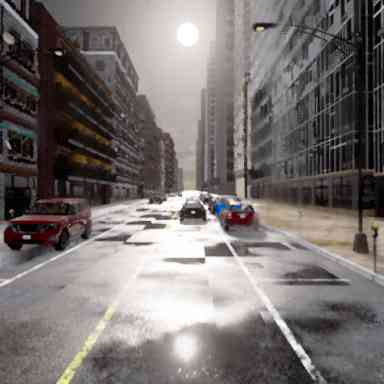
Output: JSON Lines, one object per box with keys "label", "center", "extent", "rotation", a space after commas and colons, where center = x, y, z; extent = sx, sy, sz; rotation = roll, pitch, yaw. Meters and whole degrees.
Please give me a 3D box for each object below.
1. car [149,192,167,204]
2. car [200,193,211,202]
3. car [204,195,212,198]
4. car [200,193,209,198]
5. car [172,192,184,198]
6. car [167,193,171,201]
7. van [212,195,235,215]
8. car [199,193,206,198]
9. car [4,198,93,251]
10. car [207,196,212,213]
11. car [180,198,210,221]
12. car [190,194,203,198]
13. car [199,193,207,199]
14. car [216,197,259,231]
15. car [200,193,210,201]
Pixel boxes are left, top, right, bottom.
{"label": "car", "center": [-5.697, 0.945, 53.509], "extent": [2.192, 1.841, 5.009], "rotation": [1, 0, 0]}
{"label": "car", "center": [2.677, 0.989, 64.814], "extent": [1.967, 1.590, 4.097], "rotation": [1, 0, 0]}
{"label": "car", "center": [2.686, 1.315, 36.560], "extent": [1.947, 1.339, 4.313], "rotation": [1, 0, 0]}
{"label": "car", "center": [2.679, 1.195, 53.513], "extent": [1.947, 1.339, 4.313], "rotation": [1, 0, 0]}
{"label": "car", "center": [-3.033, 0.682, 78.383], "extent": [1.837, 1.490, 4.892], "rotation": [0, 0, 0]}
{"label": "car", "center": [-5.706, 1.115, 64.813], "extent": [1.947, 1.339, 4.313], "rotation": [1, 0, 0]}
{"label": "van", "center": [2.695, 1.168, 25.256], "extent": [1.690, 1.788, 3.998], "rotation": [1, 0, 0]}
{"label": "car", "center": [2.665, 0.968, 87.419], "extent": [1.802, 1.307, 4.206], "rotation": [1, 0, 0]}
{"label": "car", "center": [-5.680, 1.220, 13.951], "extent": [2.192, 1.841, 5.009], "rotation": [1, 0, 0]}
{"label": "car", "center": [2.689, 1.354, 30.909], "extent": [1.947, 1.339, 4.313], "rotation": [1, 0, 0]}
{"label": "car", "center": [0.090, 1.389, 25.594], "extent": [1.994, 1.385, 4.181], "rotation": [0, 0, 0]}
{"label": "car", "center": [0.083, 1.314, 41.725], "extent": [1.895, 1.301, 4.718], "rotation": [0, 0, 0]}
{"label": "car", "center": [2.668, 0.977, 81.768], "extent": [2.008, 1.369, 4.403], "rotation": [1, 0, 0]}
{"label": "car", "center": [2.695, 1.306, 19.604], "extent": [1.967, 1.590, 4.097], "rotation": [1, 0, 0]}
{"label": "car", "center": [2.674, 0.948, 70.465], "extent": [1.967, 1.590, 4.097], "rotation": [1, 0, 0]}
